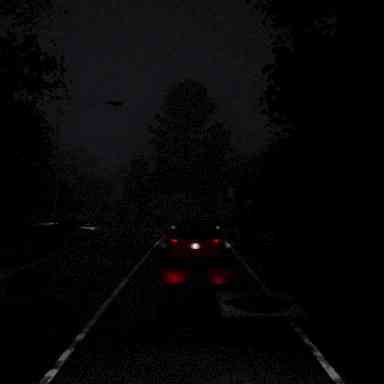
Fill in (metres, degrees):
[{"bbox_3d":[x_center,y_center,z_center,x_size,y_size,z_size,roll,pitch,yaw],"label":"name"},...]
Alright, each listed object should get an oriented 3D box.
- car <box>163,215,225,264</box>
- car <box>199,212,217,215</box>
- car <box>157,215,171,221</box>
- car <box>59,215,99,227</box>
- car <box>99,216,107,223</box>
[{"bbox_3d":[0.130,1.746,12.497,1.994,1.385,4.181,0,-2,1],"label":"car"},{"bbox_3d":[1.404,2.452,27.671,1.882,1.535,5.008,-1,-4,11],"label":"car"},{"bbox_3d":[-5.233,5.412,68.214,4.181,1.385,1.994,1,-4,-10],"label":"car"},{"bbox_3d":[-13.582,3.355,38.928,5.357,1.411,2.033,-4,-6,41],"label":"car"},{"bbox_3d":[-17.412,4.917,60.039,1.994,1.385,4.181,-3,-4,31],"label":"car"}]
